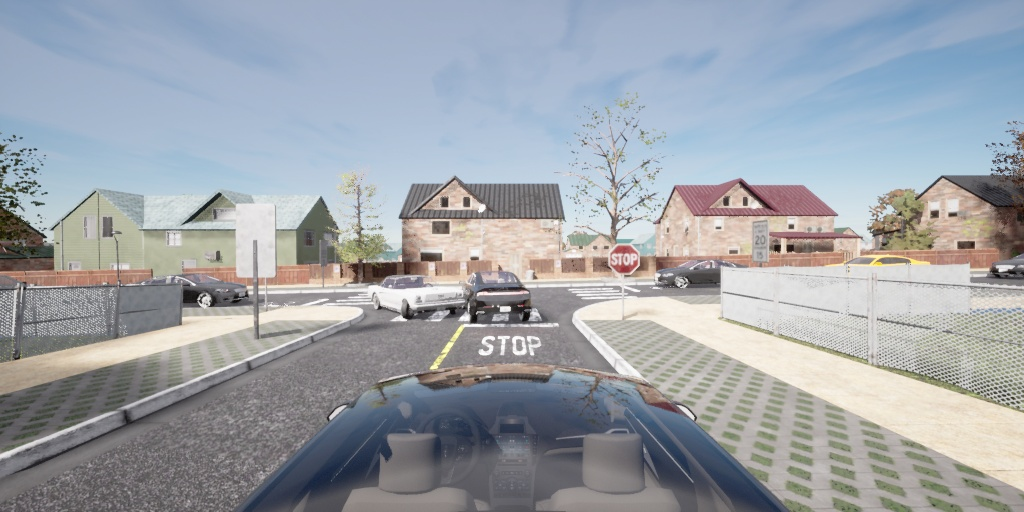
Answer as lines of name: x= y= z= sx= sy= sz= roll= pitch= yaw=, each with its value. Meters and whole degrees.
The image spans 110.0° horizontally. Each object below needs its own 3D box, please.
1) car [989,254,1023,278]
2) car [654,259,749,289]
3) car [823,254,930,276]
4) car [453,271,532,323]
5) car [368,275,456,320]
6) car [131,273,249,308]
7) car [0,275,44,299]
car: x=29.383 y=0.478 z=19.662 sx=4.902 sy=1.511 sz=2.128 roll=-1 pitch=1 yaw=0
car: x=10.328 y=0.926 z=19.587 sx=4.902 sy=1.511 sz=2.128 roll=-1 pitch=1 yaw=0
car: x=19.759 y=0.690 z=19.624 sx=5.008 sy=1.535 sz=1.882 roll=-1 pitch=1 yaw=-1
car: x=-0.687 y=1.243 z=12.177 sx=2.128 sy=1.511 sz=4.902 roll=0 pitch=0 yaw=-12
car: x=-3.603 y=1.368 z=13.036 sx=1.895 sy=1.301 sz=4.718 roll=0 pitch=0 yaw=-38
car: x=-14.904 y=1.567 z=16.531 sx=4.902 sy=1.511 sz=2.128 roll=-1 pitch=1 yaw=0
car: x=-24.241 y=1.648 z=16.489 sx=4.553 sy=1.767 sz=2.097 roll=-1 pitch=1 yaw=0
